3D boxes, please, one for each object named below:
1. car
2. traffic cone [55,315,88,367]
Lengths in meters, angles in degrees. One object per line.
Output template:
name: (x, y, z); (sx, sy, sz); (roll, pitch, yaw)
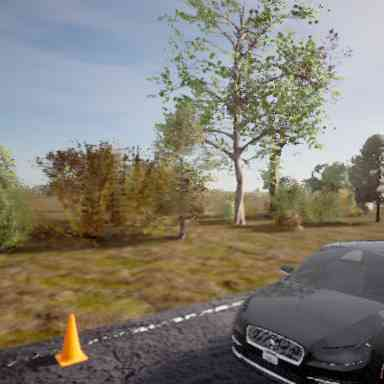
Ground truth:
car: (2.712, 1.570, 5.119); (4.892, 1.490, 1.837); (1, -1, -40)
traffic cone: (-1.640, 1.974, 4.540); (0.340, 0.580, 0.340); (1, -1, -36)
